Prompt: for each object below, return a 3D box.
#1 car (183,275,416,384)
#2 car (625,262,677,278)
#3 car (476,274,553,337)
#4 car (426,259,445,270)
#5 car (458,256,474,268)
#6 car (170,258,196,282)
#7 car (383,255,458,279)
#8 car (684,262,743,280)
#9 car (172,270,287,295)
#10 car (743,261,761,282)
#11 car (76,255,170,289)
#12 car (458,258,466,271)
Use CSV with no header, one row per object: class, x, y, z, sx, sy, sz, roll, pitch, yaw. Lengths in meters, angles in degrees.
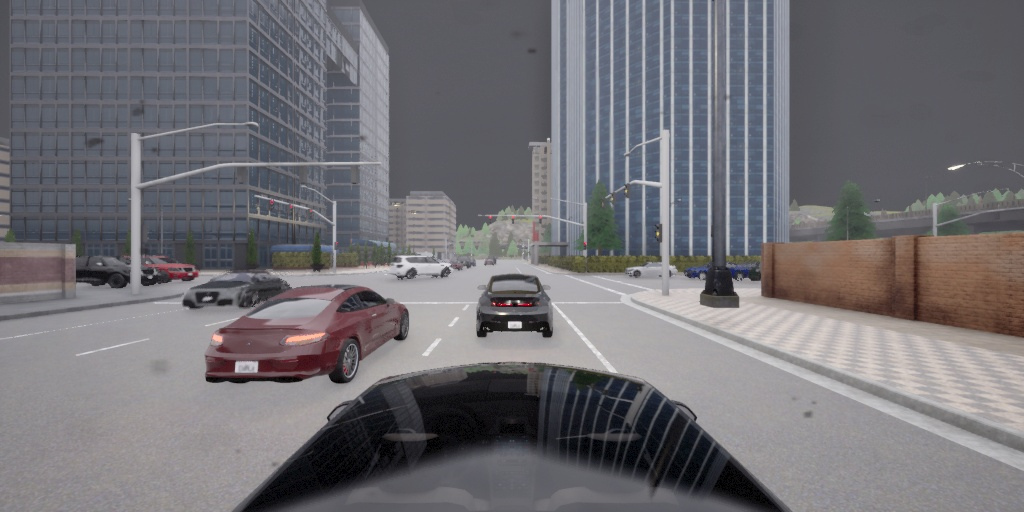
car,-3.438,1.276,6.958,1.812,1.442,4.674,0,0,0
car,13.027,1.276,33.713,4.674,1.442,1.812,0,0,1
car,0.064,1.255,10.224,1.837,1.490,4.892,0,0,0
car,-11.473,1.227,53.826,1.882,1.535,5.008,0,0,-1
car,-8.050,0.971,59.435,2.150,2.045,5.566,0,0,-1
car,-26.276,0.971,26.169,5.566,2.045,2.150,0,0,-1
car,-7.822,0.972,31.169,5.566,2.045,2.150,0,1,-43
car,17.209,1.228,30.269,5.008,1.535,1.882,0,0,-1
car,-10.913,1.314,14.592,1.994,1.385,4.181,0,0,-6
car,20.294,1.102,26.598,4.553,1.767,2.097,0,0,-1
car,-25.660,0.968,22.674,5.566,2.045,2.150,0,0,-1
car,-7.912,1.351,49.641,1.895,1.301,4.718,0,0,-1
